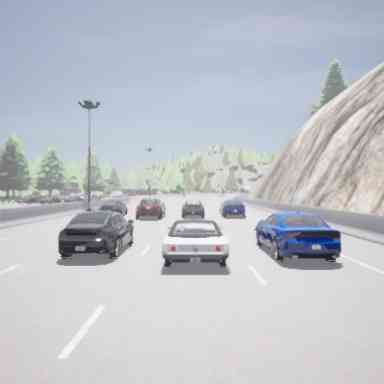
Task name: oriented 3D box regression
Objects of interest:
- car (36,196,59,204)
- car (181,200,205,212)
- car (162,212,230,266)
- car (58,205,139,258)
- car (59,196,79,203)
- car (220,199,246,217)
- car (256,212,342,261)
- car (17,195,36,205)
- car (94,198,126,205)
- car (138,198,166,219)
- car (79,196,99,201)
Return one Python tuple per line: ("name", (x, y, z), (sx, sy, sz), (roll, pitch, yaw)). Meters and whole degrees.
("car", (-24.421, 1.387, 57.777), (2.033, 1.411, 5.357), (0, 0, 2))
("car", (0.101, 1.412, 28.402), (2.128, 1.511, 4.902), (0, 0, 0))
("car", (0.100, 1.569, 11.313), (1.895, 1.301, 4.718), (0, 0, 0))
("car", (-3.400, 1.469, 12.545), (1.837, 1.490, 4.892), (0, 0, 0))
("car", (-20.932, 1.384, 58.695), (2.033, 1.411, 5.357), (0, 0, 2))
("car", (3.601, 1.393, 29.961), (1.882, 1.535, 5.008), (0, 0, 0))
("car", (3.598, 1.443, 12.088), (1.882, 1.535, 5.008), (0, 0, 0))
("car", (-27.948, 1.335, 56.960), (2.128, 1.511, 4.902), (0, 0, 2))
("car", (-6.912, 1.443, 29.445), (1.812, 1.442, 4.674), (0, 0, 0))
("car", (-3.401, 1.273, 28.122), (2.097, 1.767, 4.553), (0, 0, 0))
("car", (-17.433, 1.384, 58.441), (2.033, 1.411, 5.357), (0, 0, 2))
